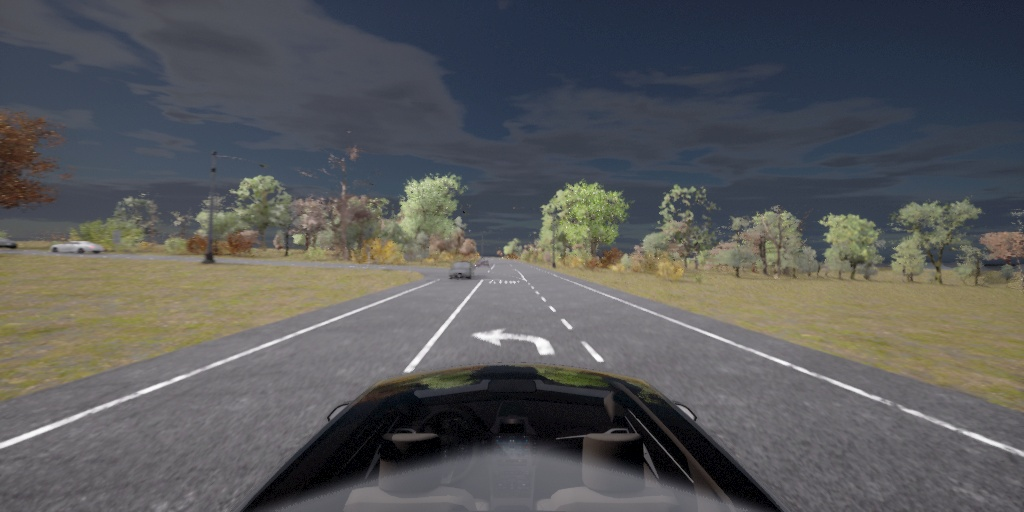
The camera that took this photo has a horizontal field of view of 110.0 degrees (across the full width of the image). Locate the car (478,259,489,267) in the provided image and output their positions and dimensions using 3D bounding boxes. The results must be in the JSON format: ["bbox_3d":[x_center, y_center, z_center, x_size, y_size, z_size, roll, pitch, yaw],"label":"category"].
[{"bbox_3d":[-5.031,1.210,63.040,1.994,1.385,4.181,1,0,-2],"label":"car"}]

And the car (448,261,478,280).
[{"bbox_3d":[-4.121,1.200,29.917,1.837,1.490,4.892,1,2,-2],"label":"car"}]
